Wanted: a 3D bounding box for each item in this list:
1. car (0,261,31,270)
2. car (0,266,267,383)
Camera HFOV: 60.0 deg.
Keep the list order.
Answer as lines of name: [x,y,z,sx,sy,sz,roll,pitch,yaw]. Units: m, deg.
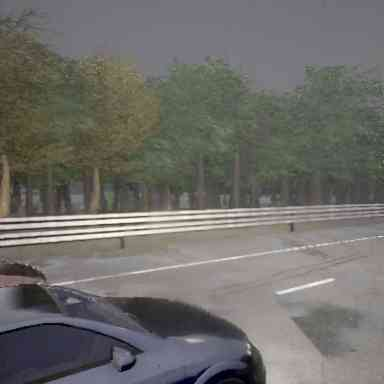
car: [-4.359,1.547,4.964,4.181,1.385,1.994,0,0,-35]
car: [-1.317,1.557,2.827,4.181,1.385,1.994,0,0,-35]
